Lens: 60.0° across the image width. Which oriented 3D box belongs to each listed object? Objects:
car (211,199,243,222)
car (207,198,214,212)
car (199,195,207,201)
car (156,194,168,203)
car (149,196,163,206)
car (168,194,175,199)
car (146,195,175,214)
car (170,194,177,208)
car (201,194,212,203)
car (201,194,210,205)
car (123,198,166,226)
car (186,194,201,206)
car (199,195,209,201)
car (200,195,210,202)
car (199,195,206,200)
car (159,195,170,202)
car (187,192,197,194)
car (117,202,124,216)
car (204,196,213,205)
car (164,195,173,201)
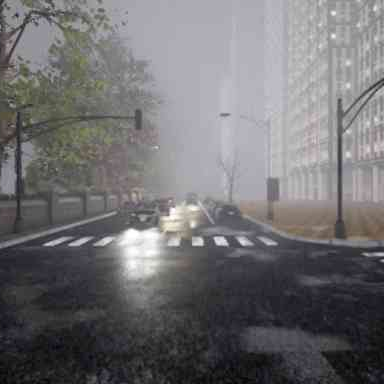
[{"bbox_3d":[2.688,1.487,24.898,1.947,1.339,4.313,0,0,0],"label":"car"},{"bbox_3d":[2.688,1.470,30.530,1.947,1.339,4.313,0,0,0],"label":"car"},{"bbox_3d":[2.683,1.368,81.221,1.802,1.307,4.206,0,0,0],"label":"car"},{"bbox_3d":[-5.695,1.261,64.323,1.967,1.590,4.097,0,0,0],"label":"car"},{"bbox_3d":[-5.694,1.371,52.890,1.752,1.417,4.829,0,0,0],"label":"car"},{"bbox_3d":[-5.698,1.313,92.485,1.887,1.381,4.507,0,0,0],"label":"car"},{"bbox_3d":[-3.096,1.374,33.401,1.882,1.535,5.008,0,0,0],"label":"car"},{"bbox_3d":[-3.073,1.373,43.802,1.837,1.490,4.892,0,0,0],"label":"car"},{"bbox_3d":[2.686,1.261,64.324,1.967,1.590,4.097,0,0,0],"label":"car"},{"bbox_3d":[2.687,1.390,53.061,1.887,1.381,4.507,0,0,0],"label":"car"},{"bbox_3d":[-3.153,1.418,23.054,2.128,1.511,4.902,0,0,-3],"label":"car"},{"bbox_3d":[-0.006,1.396,51.767,2.033,1.411,5.357,0,0,0],"label":"car"},{"bbox_3d":[2.684,1.348,75.589,2.008,1.369,4.403,0,0,0],"label":"car"},{"bbox_3d":[2.684,1.360,69.957,2.008,1.369,4.403,0,0,0],"label":"car"},{"bbox_3d":[2.683,1.359,86.853,1.802,1.307,4.206,0,0,0],"label":"car"},{"bbox_3d":[-5.696,1.354,69.956,1.887,1.381,4.507,0,0,0],"label":"car"},{"bbox_3d":[-0.006,1.044,62.213,2.150,2.045,5.566,0,0,0],"label":"car"},{"bbox_3d":[-5.692,1.486,30.529,1.802,1.307,4.206,0,0,0],"label":"car"},{"bbox_3d":[2.688,1.454,36.163,1.947,1.339,4.313,0,0,0],"label":"car"},{"bbox_3d":[-5.697,1.331,81.220,1.887,1.381,4.507,0,0,0],"label":"car"}]
